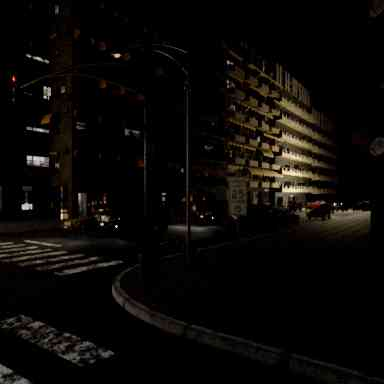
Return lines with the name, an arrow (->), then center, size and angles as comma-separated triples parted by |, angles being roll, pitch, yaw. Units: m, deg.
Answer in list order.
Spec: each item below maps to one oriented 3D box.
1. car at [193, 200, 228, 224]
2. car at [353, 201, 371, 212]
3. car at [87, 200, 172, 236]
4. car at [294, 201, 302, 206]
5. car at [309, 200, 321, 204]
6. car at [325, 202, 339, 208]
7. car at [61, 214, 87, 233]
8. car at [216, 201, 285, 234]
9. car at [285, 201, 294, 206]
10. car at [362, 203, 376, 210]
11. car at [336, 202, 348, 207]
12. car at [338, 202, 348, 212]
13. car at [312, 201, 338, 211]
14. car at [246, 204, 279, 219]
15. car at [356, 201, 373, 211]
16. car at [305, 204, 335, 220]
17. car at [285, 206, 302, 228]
car -> 2.367, 1.728, 29.693 | 2.150, 2.045, 5.566 | 0, -1, 34
car -> 29.939, 2.522, 59.169 | 2.192, 1.841, 5.009 | -1, -2, 35
car -> -3.543, 1.541, 21.224 | 2.150, 2.045, 5.566 | 0, -1, 35
car -> 16.578, 2.340, 54.608 | 2.192, 1.841, 5.009 | -1, -2, 35
car -> 23.062, 2.771, 63.892 | 1.887, 1.381, 4.507 | -1, -2, 35
car -> 32.786, 3.067, 77.824 | 1.887, 1.381, 4.507 | -1, -2, 35
car -> -6.208, 1.834, 21.952 | 1.752, 1.417, 4.829 | -1, -2, 35
car -> 4.010, 1.711, 22.016 | 2.192, 1.841, 5.009 | -1, -2, 35
car -> 13.240, 2.446, 49.819 | 1.752, 1.417, 4.829 | -1, -2, 35
car -> 36.424, 2.971, 68.451 | 1.947, 1.339, 4.313 | -1, -2, 35
car -> 39.270, 3.282, 87.114 | 1.947, 1.339, 4.313 | -1, -2, 35
car -> 25.302, 2.626, 56.973 | 2.128, 1.511, 4.902 | 0, -1, 35
car -> 19.421, 2.456, 48.536 | 1.837, 1.490, 4.892 | 0, -1, 35
car -> 8.094, 2.191, 37.874 | 1.837, 1.490, 4.892 | 0, -1, 35
car -> 33.181, 2.622, 63.814 | 2.192, 1.841, 5.009 | -1, -2, 35
car -> 13.735, 2.284, 35.941 | 1.802, 1.307, 4.206 | -1, -2, 35
car -> 7.253, 2.043, 26.654 | 1.887, 1.381, 4.507 | -1, -2, 35
